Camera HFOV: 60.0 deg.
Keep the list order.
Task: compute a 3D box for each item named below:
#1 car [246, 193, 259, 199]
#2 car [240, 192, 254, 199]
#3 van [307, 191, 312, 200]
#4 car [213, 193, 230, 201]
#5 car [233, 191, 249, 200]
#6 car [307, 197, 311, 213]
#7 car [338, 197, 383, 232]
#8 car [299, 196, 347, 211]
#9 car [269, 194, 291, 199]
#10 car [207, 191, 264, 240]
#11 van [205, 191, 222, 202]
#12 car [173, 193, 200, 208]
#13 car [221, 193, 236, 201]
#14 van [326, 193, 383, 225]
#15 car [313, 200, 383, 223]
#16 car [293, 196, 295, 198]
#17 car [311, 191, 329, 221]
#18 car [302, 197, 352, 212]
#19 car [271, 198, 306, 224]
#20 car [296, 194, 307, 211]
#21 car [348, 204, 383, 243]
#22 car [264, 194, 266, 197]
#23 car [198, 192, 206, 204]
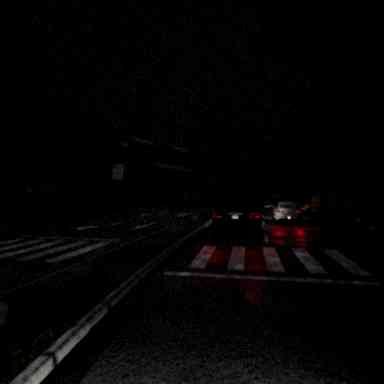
[{"bbox_3d":[16.457,1.176,90.008,2.231,1.521,4.892,0,-1,26],"label":"car"},{"bbox_3d":[14.077,0.962,84.903,2.185,1.767,4.553,0,-1,25],"label":"car"},{"bbox_3d":[12.952,1.110,29.834,4.442,1.987,1.878,0,1,13],"label":"van"},{"bbox_3d":[5.740,1.006,64.335,2.002,1.452,4.674,0,0,20],"label":"car"},{"bbox_3d":[11.799,0.771,79.777,2.435,2.045,5.566,0,-1,24],"label":"car"},{"bbox_3d":[12.239,1.401,27.216,4.674,1.452,2.002,0,1,13],"label":"car"},{"bbox_3d":[10.120,1.314,16.580,4.553,1.767,2.185,0,0,11],"label":"car"},{"bbox_3d":[14.766,1.277,37.825,4.792,1.488,2.163,0,1,15],"label":"car"},{"bbox_3d":[10.763,1.235,40.688,1.837,1.490,4.892,0,1,15],"label":"car"},{"bbox_3d":[2.326,1.150,16.743,2.150,2.045,5.566,0,0,10],"label":"car"},{"bbox_3d":[3.849,0.767,58.986,1.878,1.987,4.442,0,0,19],"label":"van"},{"bbox_3d":[-0.951,1.167,43.214,2.097,1.535,5.008,0,1,16],"label":"car"},{"bbox_3d":[7.666,1.002,69.532,2.002,1.452,4.674,0,0,21],"label":"car"},{"bbox_3d":[10.511,1.195,19.312,4.442,1.987,1.878,0,0,11],"label":"van"},{"bbox_3d":[11.665,1.412,24.664,4.792,1.488,2.163,0,1,12],"label":"car"},{"bbox_3d":[19.461,0.796,53.654,5.566,2.045,2.435,0,1,19],"label":"car"},{"bbox_3d":[11.181,1.153,21.978,5.566,2.045,2.435,0,0,12],"label":"car"},{"bbox_3d":[14.117,1.319,35.172,4.674,1.452,2.002,0,1,14],"label":"car"},{"bbox_3d":[6.790,1.419,23.912,1.812,1.442,4.674,0,0,11],"label":"car"},{"bbox_3d":[13.283,1.304,32.567,5.366,1.575,1.946,0,1,14],"label":"car"},{"bbox_3d":[9.547,1.456,13.886,4.892,1.521,2.231,0,0,11],"label":"car"},{"bbox_3d":[7.586,1.232,40.617,1.837,1.490,4.892,0,1,15],"label":"car"},{"bbox_3d":[0.538,1.135,48.501,2.163,1.488,4.792,0,1,17],"label":"car"}]
